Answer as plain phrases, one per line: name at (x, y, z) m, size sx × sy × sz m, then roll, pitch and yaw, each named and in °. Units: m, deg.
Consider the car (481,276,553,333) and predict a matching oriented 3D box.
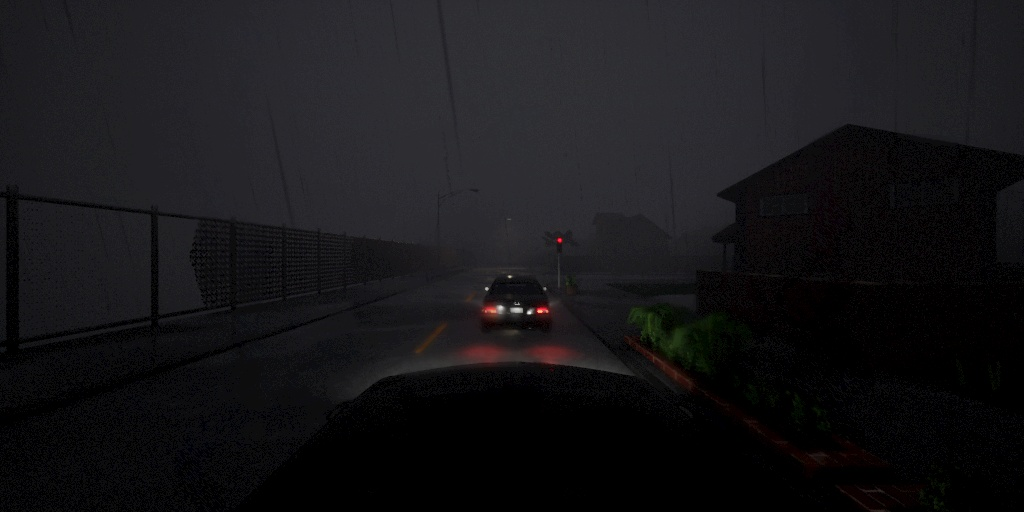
car at (0.116, 1.296, 10.738) m, size 2.033 × 1.411 × 5.357 m, roll 0°, pitch 0°, yaw 0°
